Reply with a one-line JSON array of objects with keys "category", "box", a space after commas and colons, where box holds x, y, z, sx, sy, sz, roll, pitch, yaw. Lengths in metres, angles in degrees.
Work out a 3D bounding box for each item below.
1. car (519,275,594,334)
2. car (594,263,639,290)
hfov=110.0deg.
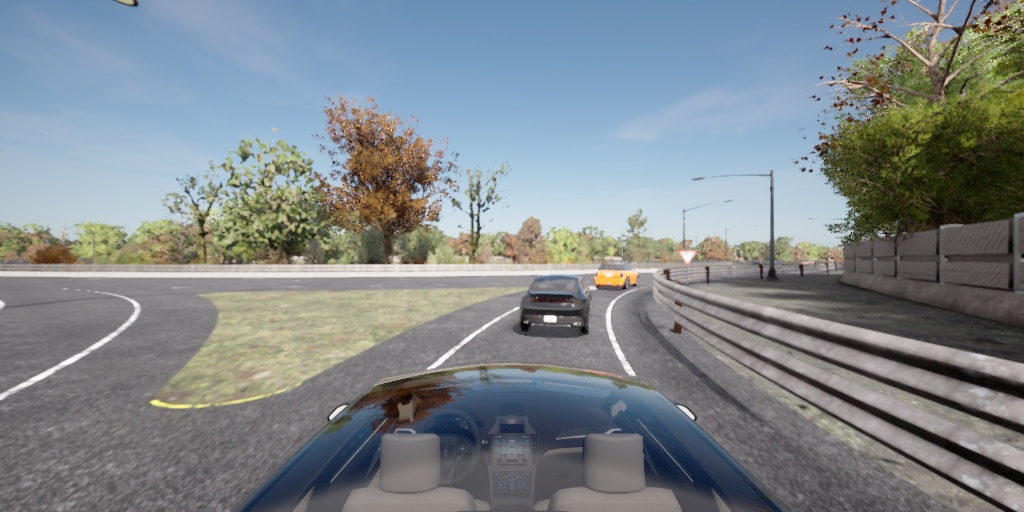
[{"category": "car", "box": [1.474, 1.315, 11.022, 1.837, 1.490, 4.892, 0, -1, 13]}, {"category": "car", "box": [7.177, 1.260, 24.315, 2.097, 1.767, 4.553, 0, 0, 31]}]
